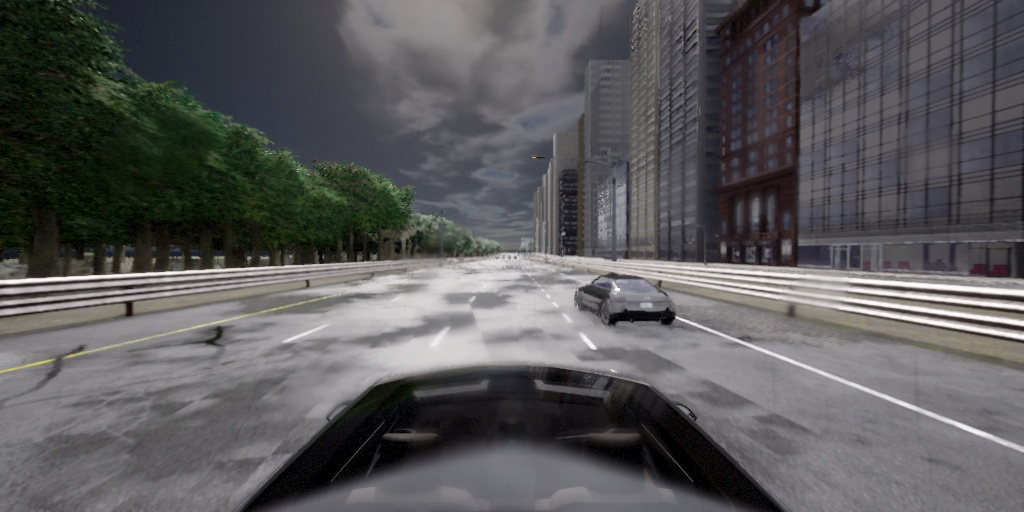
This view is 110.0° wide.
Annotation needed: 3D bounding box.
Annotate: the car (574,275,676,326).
[{"bbox_3d":[3.420,1.284,11.601,1.994,1.385,4.181,0,0,-5],"label":"car"}]
